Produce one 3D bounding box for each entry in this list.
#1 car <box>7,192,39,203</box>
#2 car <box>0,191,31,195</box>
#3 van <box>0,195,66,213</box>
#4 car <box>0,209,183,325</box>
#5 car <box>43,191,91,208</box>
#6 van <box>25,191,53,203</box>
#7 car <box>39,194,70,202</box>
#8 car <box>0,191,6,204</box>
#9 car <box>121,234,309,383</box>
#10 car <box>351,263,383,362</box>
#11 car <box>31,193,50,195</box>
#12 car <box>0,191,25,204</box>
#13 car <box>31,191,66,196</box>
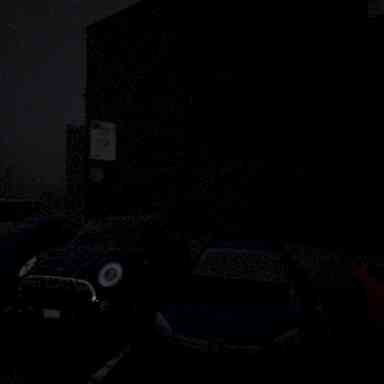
[{"bbox_3d":[-29.084,0.980,57.174,4.553,1.767,2.185,0,-1,14],"label":"car"},{"bbox_3d":[-21.765,0.965,37.620,5.566,2.045,2.435,1,0,14],"label":"car"},{"bbox_3d":[-6.442,1.179,10.902,1.878,1.987,4.442,0,-1,15],"label":"van"},{"bbox_3d":[-1.565,1.321,7.325,2.185,1.767,4.553,1,0,15],"label":"car"},{"bbox_3d":[-16.854,0.967,44.975,5.566,2.045,2.435,1,1,14],"label":"car"},{"bbox_3d":[-27.477,0.881,59.689,4.442,1.987,1.878,0,0,14],"label":"van"},{"bbox_3d":[-25.677,1.108,62.175,4.892,1.521,2.231,0,0,14],"label":"car"},{"bbox_3d":[-32.463,0.852,52.146,5.566,2.045,2.435,0,0,14],"label":"car"},{"bbox_3d":[0.861,1.508,5.548,2.002,1.452,4.674,1,0,16],"label":"car"},{"bbox_3d":[3.290,1.364,3.770,2.185,1.767,4.553,0,0,16],"label":"car"},{"bbox_3d":[-20.168,1.246,40.062,4.792,1.488,2.163,1,1,14],"label":"car"},{"bbox_3d":[-30.717,0.853,54.660,5.566,2.045,2.435,0,-1,14],"label":"car"},{"bbox_3d":[-18.511,0.966,42.523,5.566,2.045,2.435,1,1,14],"label":"car"}]
